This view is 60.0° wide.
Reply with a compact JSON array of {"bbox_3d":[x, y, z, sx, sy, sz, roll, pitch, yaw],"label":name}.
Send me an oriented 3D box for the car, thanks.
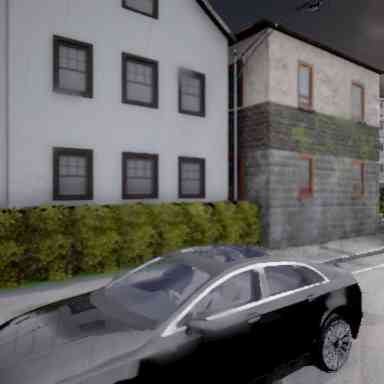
[{"bbox_3d":[0.147,1.490,4.060,4.902,1.511,2.128,0,0,-35],"label":"car"}]
